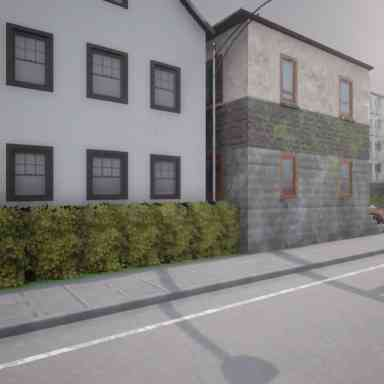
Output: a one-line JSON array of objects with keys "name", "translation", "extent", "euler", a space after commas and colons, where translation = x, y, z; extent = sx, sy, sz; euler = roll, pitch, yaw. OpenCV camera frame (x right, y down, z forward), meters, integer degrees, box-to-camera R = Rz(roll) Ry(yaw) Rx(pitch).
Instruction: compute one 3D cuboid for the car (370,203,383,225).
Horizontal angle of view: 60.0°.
[{"name": "car", "translation": [13.324, 1.528, 25.987], "extent": [2.097, 1.767, 4.553], "euler": [0, 0, -37]}]
